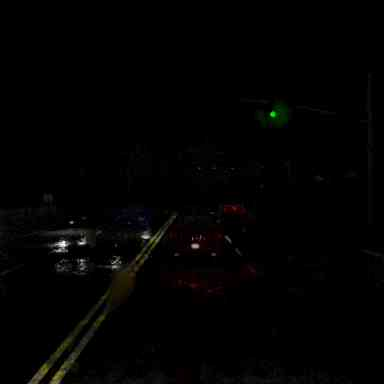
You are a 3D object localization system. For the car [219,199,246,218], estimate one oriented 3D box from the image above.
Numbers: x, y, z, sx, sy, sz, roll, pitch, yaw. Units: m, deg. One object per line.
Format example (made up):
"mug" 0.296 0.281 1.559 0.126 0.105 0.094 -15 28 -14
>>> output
"car" 3.630 1.400 30.518 2.097 1.767 4.553 0 0 0

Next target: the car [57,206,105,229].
"car" -7.082 1.598 21.535 1.994 1.385 4.181 0 0 0

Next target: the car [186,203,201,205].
"car" 0.103 1.588 26.083 2.033 1.411 5.357 0 0 0

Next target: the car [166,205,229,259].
"car" 0.102 1.498 12.645 1.882 1.535 5.008 0 0 0

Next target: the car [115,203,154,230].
"car" -3.582 1.511 21.386 1.882 1.535 5.008 0 0 0
